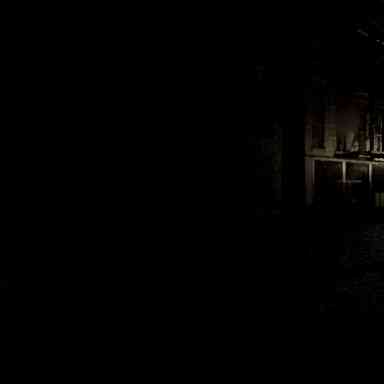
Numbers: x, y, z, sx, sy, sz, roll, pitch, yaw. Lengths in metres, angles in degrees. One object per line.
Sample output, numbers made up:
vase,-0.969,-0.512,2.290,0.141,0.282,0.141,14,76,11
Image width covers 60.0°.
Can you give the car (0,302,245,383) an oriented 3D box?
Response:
car,-1.980,1.605,1.971,4.718,1.301,1.895,-1,0,-35
